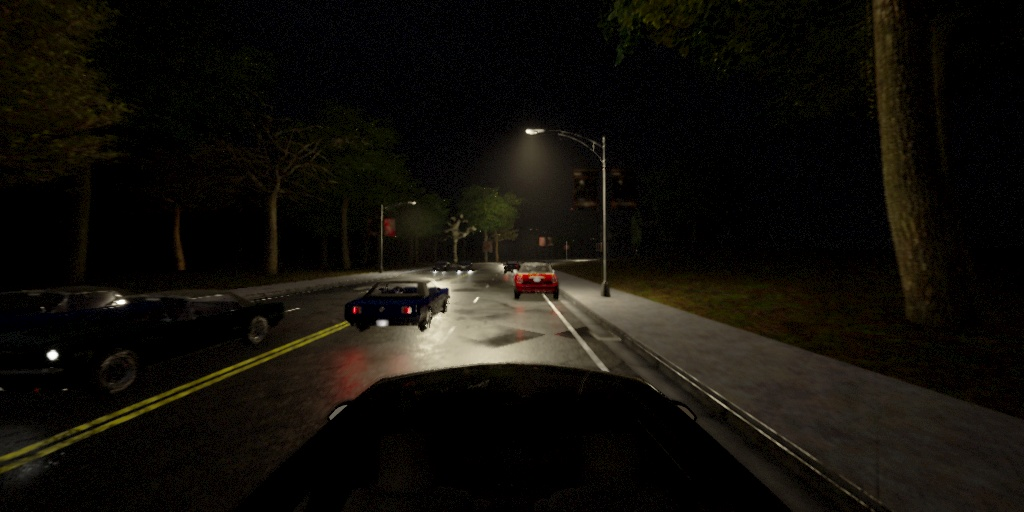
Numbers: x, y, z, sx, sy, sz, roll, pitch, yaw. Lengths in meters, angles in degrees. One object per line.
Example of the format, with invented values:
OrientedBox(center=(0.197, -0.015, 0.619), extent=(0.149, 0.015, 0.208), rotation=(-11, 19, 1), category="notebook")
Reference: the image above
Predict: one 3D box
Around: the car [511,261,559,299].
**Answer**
OrientedBox(center=(1.131, 1.105, 18.322), extent=(2.097, 1.767, 4.553), rotation=(0, 0, 0), category="car")

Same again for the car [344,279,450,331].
OrientedBox(center=(-3.153, 1.352, 10.965), extent=(1.895, 1.301, 4.718), rotation=(0, 0, 0), category="car")

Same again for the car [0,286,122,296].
OrientedBox(center=(-9.852, 1.350, 7.529), extent=(1.895, 1.301, 4.718), rotation=(0, 0, 0), category="car")

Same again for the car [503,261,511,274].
OrientedBox(center=(0.021, 1.266, 40.602), extent=(2.128, 1.511, 4.902), rotation=(0, 0, 0), category="car")

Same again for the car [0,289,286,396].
OrientedBox(center=(-6.602, 1.350, 6.729), extent=(1.895, 1.301, 4.718), rotation=(0, 0, 0), category="car")

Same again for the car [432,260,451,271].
OrientedBox(center=(-9.810, 1.333, 50.614), extent=(2.033, 1.411, 5.357), rotation=(0, 0, 1), category="car")

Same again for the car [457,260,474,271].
OrientedBox(center=(-6.527, 1.311, 50.703), extent=(1.812, 1.442, 4.674), rotation=(0, 0, 1), category="car")
